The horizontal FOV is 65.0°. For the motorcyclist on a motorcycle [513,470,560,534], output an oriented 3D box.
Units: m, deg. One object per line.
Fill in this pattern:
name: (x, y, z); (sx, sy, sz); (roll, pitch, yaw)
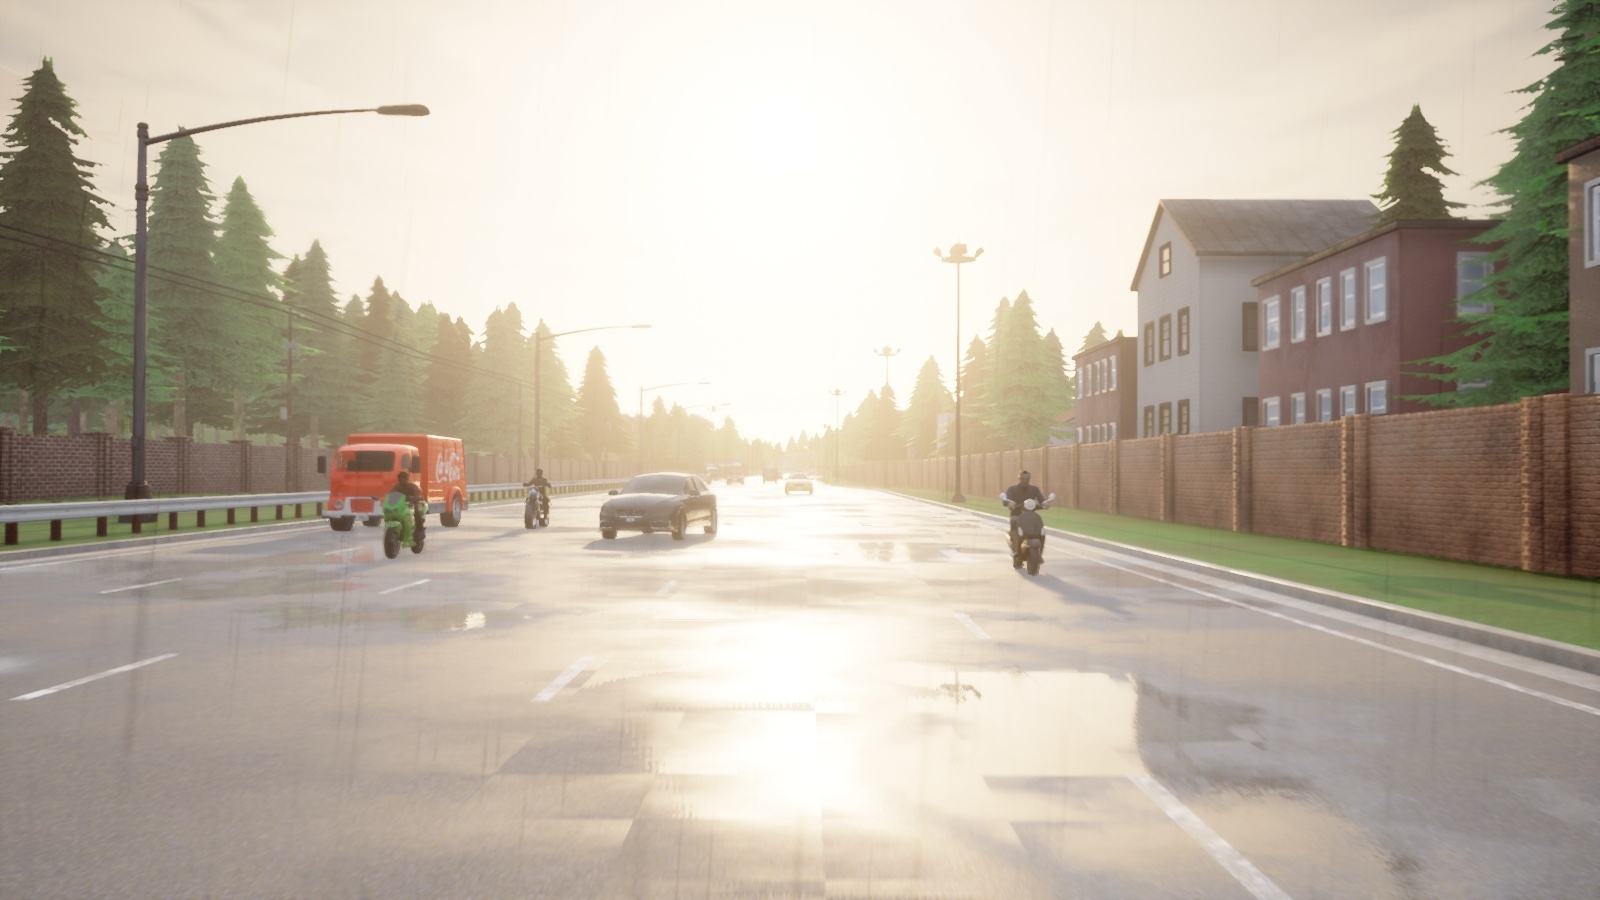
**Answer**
motorcyclist on a motorcycle: (-7.018, 1.356, 33.586); (0.766, 1.649, 2.350); (0, -1, 0)

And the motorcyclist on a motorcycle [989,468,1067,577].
motorcyclist on a motorcycle: (3.491, 1.078, 19.373); (0.866, 1.590, 1.817); (0, -1, 0)

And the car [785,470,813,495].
car: (-0.046, 2.145, 83.128); (1.801, 1.575, 5.366); (0, -1, 0)

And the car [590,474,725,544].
car: (-3.244, 1.328, 29.618); (1.837, 1.490, 4.892); (-1, -1, 10)

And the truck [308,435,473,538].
truck: (-10.519, 0.919, 32.795); (2.627, 2.467, 5.204); (0, -1, 0)

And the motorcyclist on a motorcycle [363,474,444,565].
motorcyclist on a motorcycle: (-7.011, 1.199, 22.311); (0.797, 1.523, 2.044); (0, -1, 0)
